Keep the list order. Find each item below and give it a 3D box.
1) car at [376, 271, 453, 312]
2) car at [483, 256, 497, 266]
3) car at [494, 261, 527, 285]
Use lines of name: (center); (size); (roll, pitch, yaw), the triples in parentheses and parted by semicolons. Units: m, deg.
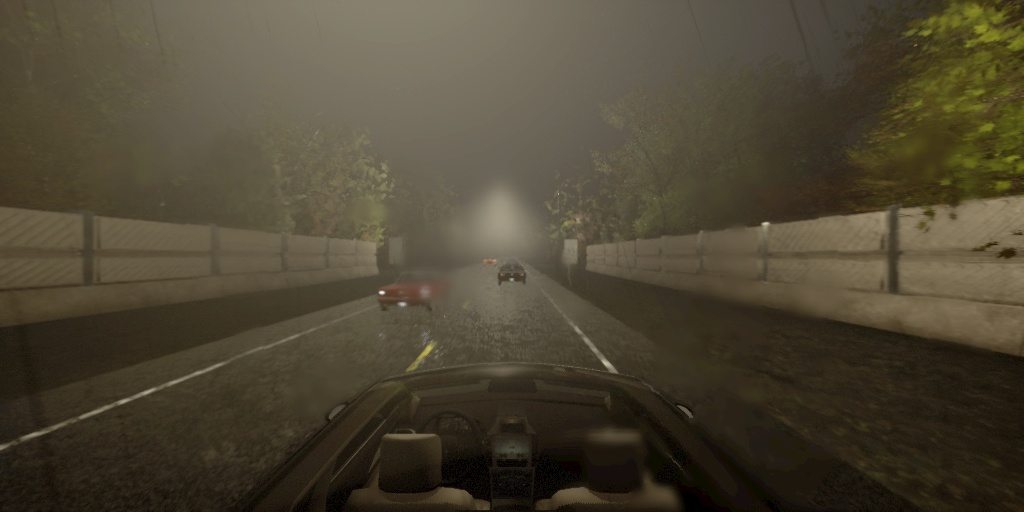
car: (-3.606, 1.282, 14.061); (1.895, 1.301, 4.718); (0, 0, 0)
car: (-3.548, 0.772, 58.823); (2.097, 1.767, 4.553); (0, 0, 1)
car: (-0.002, 1.228, 24.954); (1.895, 1.301, 4.718); (0, 0, 0)
